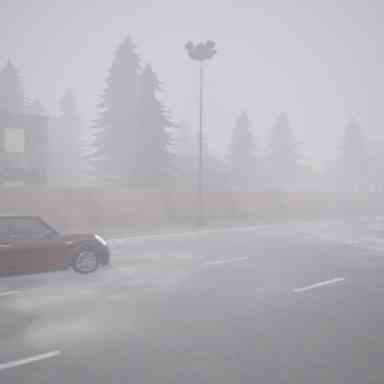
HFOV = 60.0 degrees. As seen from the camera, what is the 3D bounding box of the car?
[{"bbox_3d":[-4.589,1.363,9.072,4.553,1.767,2.097,1,0,-36],"label":"car"}]
